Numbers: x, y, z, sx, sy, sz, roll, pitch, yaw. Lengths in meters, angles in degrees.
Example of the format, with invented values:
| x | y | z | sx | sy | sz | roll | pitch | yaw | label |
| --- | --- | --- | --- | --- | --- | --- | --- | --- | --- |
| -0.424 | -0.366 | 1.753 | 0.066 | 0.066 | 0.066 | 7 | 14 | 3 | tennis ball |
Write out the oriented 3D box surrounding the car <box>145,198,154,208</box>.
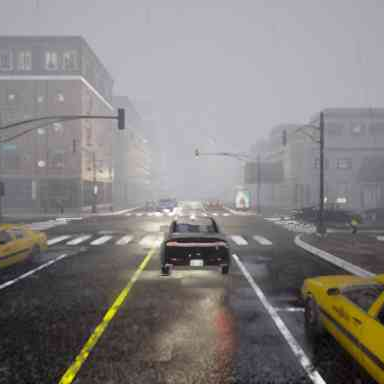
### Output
| x | y | z | sx | sy | sz | roll | pitch | yaw | label |
| --- | --- | --- | --- | --- | --- | --- | --- | --- | --- |
| -5.704 | 1.565 | 47.563 | 2.008 | 1.369 | 4.403 | 0 | 0 | 0 | car |

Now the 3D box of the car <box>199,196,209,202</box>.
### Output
| x | y | z | sx | sy | sz | roll | pitch | yaw | label |
| --- | --- | --- | --- | --- | --- | --- | --- | --- | --- |
| 2.671 | 1.599 | 76.060 | 2.008 | 1.369 | 4.403 | -1 | 0 | 0 | car |

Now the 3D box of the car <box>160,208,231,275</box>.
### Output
| x | y | z | sx | sy | sz | roll | pitch | yaw | label |
| --- | --- | --- | --- | --- | --- | --- | --- | --- | --- |
| 0.026 | 1.491 | 10.429 | 2.128 | 1.511 | 4.902 | 0 | 0 | -2 | car |

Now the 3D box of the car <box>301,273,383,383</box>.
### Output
| x | y | z | sx | sy | sz | roll | pitch | yaw | label |
| --- | --- | --- | --- | --- | --- | --- | --- | --- | --- |
| 2.684 | 1.525 | 3.881 | 1.752 | 1.417 | 4.829 | 0 | 0 | 0 | car |

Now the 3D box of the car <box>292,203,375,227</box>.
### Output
| x | y | z | sx | sy | sz | roll | pitch | yaw | label |
| --- | --- | --- | --- | --- | --- | --- | --- | --- | --- |
| 9.270 | 1.526 | 22.626 | 4.902 | 1.511 | 2.128 | 0 | 0 | -6 | car |

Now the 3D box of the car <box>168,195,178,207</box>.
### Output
| x | y | z | sx | sy | sz | roll | pitch | yaw | label |
| --- | --- | --- | --- | --- | --- | --- | --- | --- | --- |
| -3.078 | 1.508 | 49.812 | 2.128 | 1.511 | 4.902 | 0 | 0 | 0 | car |

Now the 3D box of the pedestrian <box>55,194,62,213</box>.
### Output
| x | y | z | sx | sy | sz | roll | pitch | yaw | label |
| --- | --- | --- | --- | --- | --- | --- | --- | --- | --- |
| -12.636 | 1.071 | 31.290 | 0.375 | 1.860 | 0.375 | 0 | 0 | 0 | pedestrian |

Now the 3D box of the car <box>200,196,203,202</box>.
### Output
| x | y | z | sx | sy | sz | roll | pitch | yaw | label |
| --- | --- | --- | --- | --- | --- | --- | --- | --- | --- |
| 2.675 | 1.602 | 53.274 | 1.802 | 1.307 | 4.206 | 0 | 0 | 0 | car |

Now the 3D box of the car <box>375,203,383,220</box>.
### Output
| x | y | z | sx | sy | sz | roll | pitch | yaw | label |
| --- | --- | --- | --- | --- | --- | --- | --- | --- | --- |
| 14.659 | 1.588 | 25.966 | 4.181 | 1.385 | 1.994 | 0 | 0 | 0 | car |

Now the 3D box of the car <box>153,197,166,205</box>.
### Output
| x | y | z | sx | sy | sz | roll | pitch | yaw | label |
| --- | --- | --- | --- | --- | --- | --- | --- | --- | --- |
| -5.706 | 1.577 | 58.957 | 2.008 | 1.369 | 4.403 | 0 | 0 | 0 | car |

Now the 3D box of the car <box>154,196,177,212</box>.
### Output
| x | y | z | sx | sy | sz | roll | pitch | yaw | label |
| --- | --- | --- | --- | --- | --- | --- | --- | --- | --- |
| -3.103 | 1.533 | 39.457 | 1.812 | 1.442 | 4.674 | 0 | 0 | 0 | car |

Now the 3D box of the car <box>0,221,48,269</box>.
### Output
| x | y | z | sx | sy | sz | roll | pitch | yaw | label |
| --- | --- | --- | --- | --- | --- | --- | --- | --- | --- |
| -5.698 | 1.525 | 9.241 | 1.752 | 1.417 | 4.829 | 0 | 0 | 0 | car |

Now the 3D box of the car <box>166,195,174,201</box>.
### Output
| x | y | z | sx | sy | sz | roll | pitch | yaw | label |
| --- | --- | --- | --- | --- | --- | --- | --- | --- | --- |
| -5.713 | 1.507 | 87.439 | 1.967 | 1.590 | 4.097 | -1 | 0 | 0 | car |

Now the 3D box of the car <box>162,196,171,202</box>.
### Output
| x | y | z | sx | sy | sz | roll | pitch | yaw | label |
| --- | --- | --- | --- | --- | --- | --- | --- | --- | --- |
| -5.710 | 1.574 | 75.876 | 1.752 | 1.417 | 4.829 | 0 | 0 | 0 | car |

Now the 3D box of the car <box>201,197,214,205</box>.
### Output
| x | y | z | sx | sy | sz | roll | pitch | yaw | label |
| --- | --- | --- | --- | --- | --- | --- | --- | --- | --- |
| 2.674 | 1.577 | 58.971 | 2.008 | 1.369 | 4.403 | 0 | 0 | 0 | car |

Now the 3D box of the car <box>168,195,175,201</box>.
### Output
| x | y | z | sx | sy | sz | roll | pitch | yaw | label |
| --- | --- | --- | --- | --- | --- | --- | --- | --- | --- |
| -5.713 | 1.602 | 92.966 | 1.752 | 1.417 | 4.829 | -1 | 0 | 0 | car |

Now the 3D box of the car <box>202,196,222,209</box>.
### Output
| x | y | z | sx | sy | sz | roll | pitch | yaw | label |
| --- | --- | --- | --- | --- | --- | --- | --- | --- | --- |
| 2.676 | 1.449 | 41.880 | 1.967 | 1.590 | 4.097 | 0 | 0 | 0 | car |
